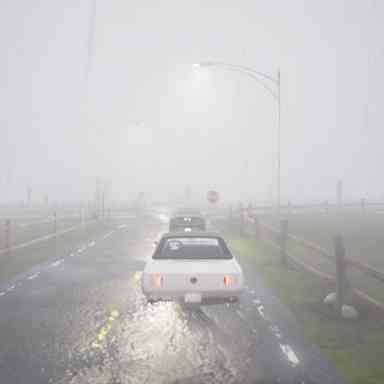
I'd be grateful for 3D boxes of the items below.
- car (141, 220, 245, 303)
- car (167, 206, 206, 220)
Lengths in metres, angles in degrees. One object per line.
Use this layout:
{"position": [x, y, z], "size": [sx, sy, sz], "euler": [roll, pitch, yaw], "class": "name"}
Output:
{"position": [-0.008, 1.600, 8.139], "size": [1.895, 1.301, 4.718], "euler": [0, 0, -1], "class": "car"}
{"position": [-0.270, 1.509, 17.901], "size": [1.837, 1.490, 4.892], "euler": [0, 0, -2], "class": "car"}
